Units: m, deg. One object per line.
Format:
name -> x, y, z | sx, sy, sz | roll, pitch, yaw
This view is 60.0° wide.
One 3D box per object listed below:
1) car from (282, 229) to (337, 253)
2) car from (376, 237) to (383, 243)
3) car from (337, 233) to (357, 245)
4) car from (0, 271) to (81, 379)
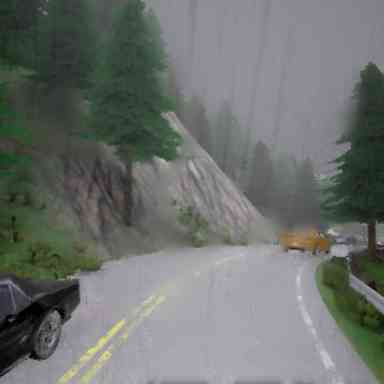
car -> 7.276, 3.082, 20.773 | 1.882, 1.535, 5.008 | -1, -8, 36
car -> 22.624, 6.046, 39.512 | 1.994, 1.385, 4.181 | -1, -7, 39
car -> 17.944, 5.614, 39.134 | 2.128, 1.511, 4.902 | -1, -7, 40
car -> -3.012, 1.606, 3.395 | 1.895, 1.301, 4.718 | 1, -1, 7
